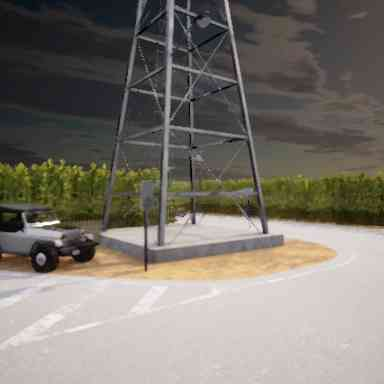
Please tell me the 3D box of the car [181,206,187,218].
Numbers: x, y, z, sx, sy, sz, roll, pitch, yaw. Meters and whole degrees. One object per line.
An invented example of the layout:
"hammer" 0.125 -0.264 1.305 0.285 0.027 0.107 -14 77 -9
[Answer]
"car" -2.423 1.451 30.696 2.097 1.767 4.553 0 0 -36

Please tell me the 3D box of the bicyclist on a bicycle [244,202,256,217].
"bicyclist on a bicycle" 5.455 1.578 31.193 1.656 1.620 0.582 2 -1 -36

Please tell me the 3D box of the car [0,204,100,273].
"car" -5.024 1.353 10.601 3.866 1.878 1.905 0 0 23
